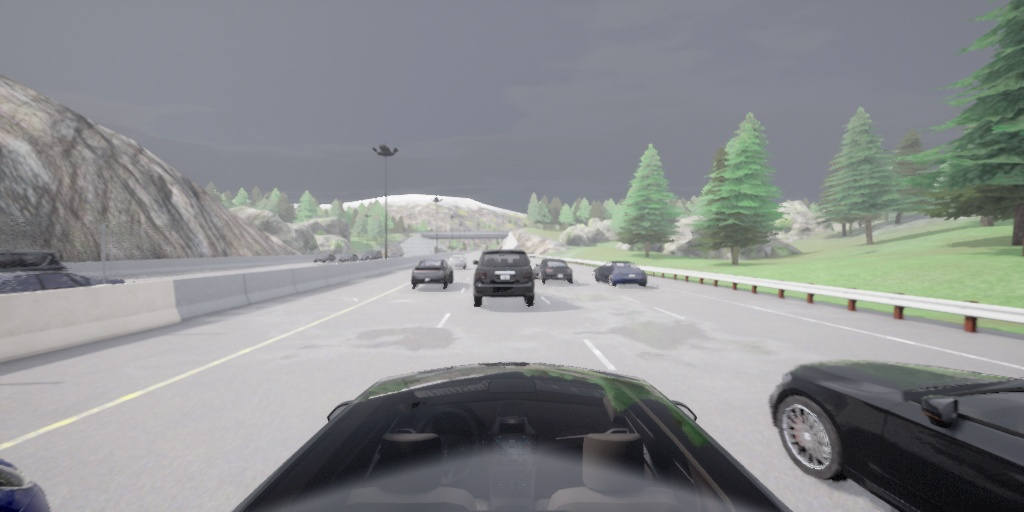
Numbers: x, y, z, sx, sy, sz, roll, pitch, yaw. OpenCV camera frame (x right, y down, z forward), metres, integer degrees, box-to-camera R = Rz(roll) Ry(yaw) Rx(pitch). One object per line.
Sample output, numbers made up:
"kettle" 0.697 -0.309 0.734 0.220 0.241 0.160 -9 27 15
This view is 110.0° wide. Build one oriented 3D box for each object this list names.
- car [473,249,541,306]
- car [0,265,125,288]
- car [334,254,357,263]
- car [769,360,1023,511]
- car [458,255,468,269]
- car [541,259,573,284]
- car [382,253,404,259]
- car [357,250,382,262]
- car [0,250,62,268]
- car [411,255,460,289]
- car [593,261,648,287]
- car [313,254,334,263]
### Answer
"car" -0.388 0.745 14.414 2.150 2.045 5.566 0 1 -3
"car" -14.358 1.160 10.232 2.033 1.411 5.357 0 1 -3
"car" -24.890 0.387 54.862 1.837 1.490 4.892 0 1 -5
"car" 3.532 1.273 1.672 1.812 1.442 4.674 0 1 0
"car" -5.827 0.624 38.503 1.812 1.442 4.674 0 1 -5
"car" 2.513 0.905 22.280 1.812 1.442 4.674 0 1 -5
"car" -17.913 0.310 55.427 2.128 1.511 4.902 0 1 -5
"car" -21.400 0.145 55.124 2.150 2.045 5.566 0 1 -5
"car" -17.918 0.818 11.332 2.150 2.045 5.566 0 1 -3
"car" -4.310 0.920 19.929 2.128 1.511 4.902 0 1 -4
"car" 6.148 0.967 20.787 1.994 1.385 4.181 0 1 -4
"car" -28.377 0.399 54.567 1.837 1.490 4.892 0 1 -5
